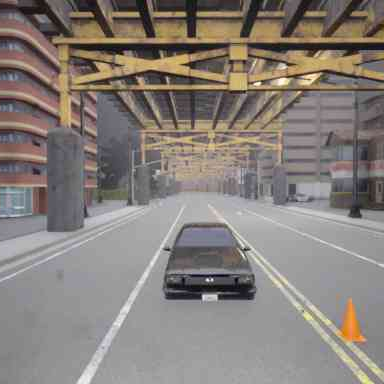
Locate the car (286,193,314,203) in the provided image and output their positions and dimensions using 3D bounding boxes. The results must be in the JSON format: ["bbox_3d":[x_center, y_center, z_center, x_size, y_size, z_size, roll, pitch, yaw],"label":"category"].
[{"bbox_3d":[17.459,1.005,54.864,4.974,1.542,2.038,0,1,-20],"label":"car"}]

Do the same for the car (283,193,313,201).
[{"bbox_3d":[17.508,0.847,54.880,4.536,1.218,1.853,0,1,-20],"label":"car"}]

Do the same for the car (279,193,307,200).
[{"bbox_3d":[17.854,0.800,58.997,4.536,1.218,1.853,0,1,25],"label":"car"}]

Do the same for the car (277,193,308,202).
[{"bbox_3d":[17.807,0.958,59.020,4.974,1.542,2.038,0,1,25],"label":"car"}]

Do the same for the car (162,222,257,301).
[{"bbox_3d":[0.361,1.533,8.748,2.033,1.411,5.357,0,0,1],"label":"car"}]

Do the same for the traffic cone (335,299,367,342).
[{"bbox_3d":[2.453,1.949,5.141,0.340,0.580,0.340,0,0,0],"label":"traffic cone"}]
